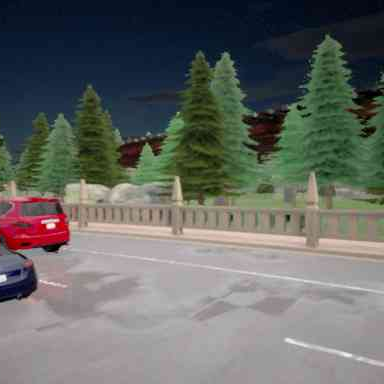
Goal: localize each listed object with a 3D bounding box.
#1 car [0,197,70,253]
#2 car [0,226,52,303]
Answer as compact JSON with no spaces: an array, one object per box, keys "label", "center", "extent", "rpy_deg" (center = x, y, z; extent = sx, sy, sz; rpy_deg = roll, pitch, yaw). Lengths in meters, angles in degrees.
[{"label":"car","center":[-6.929,1.200,12.076],"extent":[5.566,2.045,2.150],"rpy_deg":[0,0,29]},{"label":"car","center":[-5.233,1.554,7.059],"extent":[4.181,1.385,1.994],"rpy_deg":[0,0,31]}]
